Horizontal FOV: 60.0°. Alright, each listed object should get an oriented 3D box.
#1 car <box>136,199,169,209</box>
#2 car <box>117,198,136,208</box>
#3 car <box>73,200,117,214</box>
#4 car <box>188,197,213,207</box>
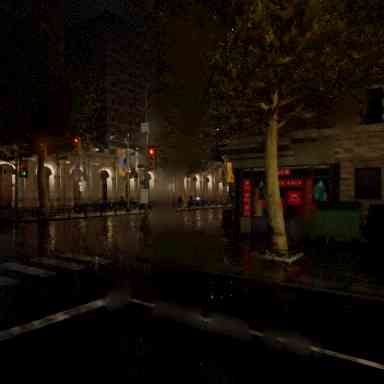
[{"bbox_3d":[-4.913,1.564,43.889,1.994,1.385,4.181,0,0,35],"label":"car"},{"bbox_3d":[-10.214,1.595,47.895,1.895,1.301,4.718,0,0,36],"label":"car"},{"bbox_3d":[-10.674,1.564,35.884,1.994,1.385,4.181,0,0,36],"label":"car"},{"bbox_3d":[1.339,1.547,52.533,2.033,1.411,5.357,0,0,36],"label":"car"}]
